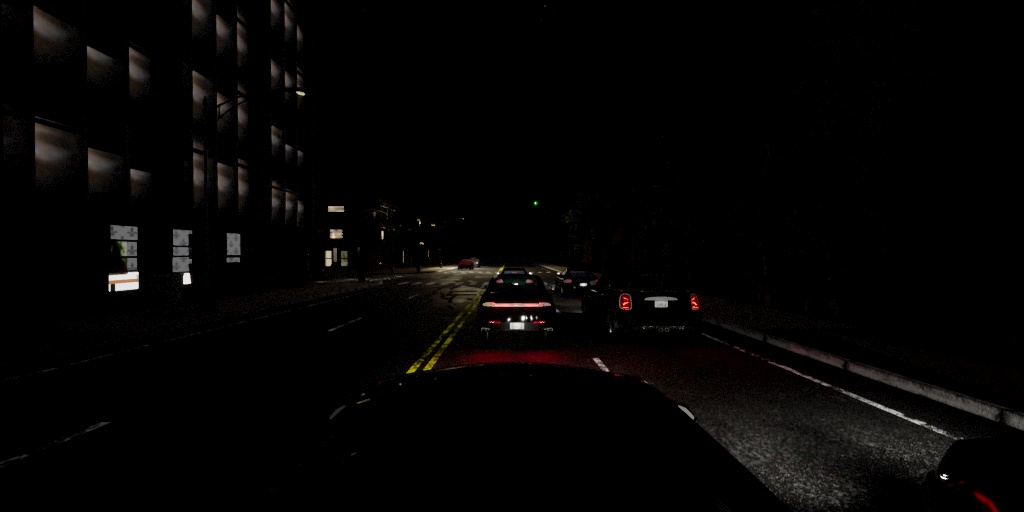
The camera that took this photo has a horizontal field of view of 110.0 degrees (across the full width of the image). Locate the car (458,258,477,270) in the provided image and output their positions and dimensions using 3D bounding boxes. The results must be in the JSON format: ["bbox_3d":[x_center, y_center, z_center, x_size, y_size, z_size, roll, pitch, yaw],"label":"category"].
[{"bbox_3d":[-6.587,1.220,51.479,1.882,1.535,5.008,0,0,0],"label":"car"}]

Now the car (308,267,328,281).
[{"bbox_3d":[-19.704,1.521,33.073,5.008,1.535,1.882,-1,1,0],"label":"car"}]

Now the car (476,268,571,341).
[{"bbox_3d":[0.108,1.240,9.873,2.128,1.511,4.902,0,0,0],"label":"car"}]

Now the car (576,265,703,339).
[{"bbox_3d":[3.358,1.101,10.184,2.097,1.767,4.553,0,0,0],"label":"car"}]

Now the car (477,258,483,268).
[{"bbox_3d":[-6.593,1.094,61.276,2.097,1.767,4.553,0,0,0],"label":"car"}]

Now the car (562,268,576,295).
[{"bbox_3d":[3.364,1.311,18.803,1.994,1.385,4.181,0,0,0],"label":"car"}]
